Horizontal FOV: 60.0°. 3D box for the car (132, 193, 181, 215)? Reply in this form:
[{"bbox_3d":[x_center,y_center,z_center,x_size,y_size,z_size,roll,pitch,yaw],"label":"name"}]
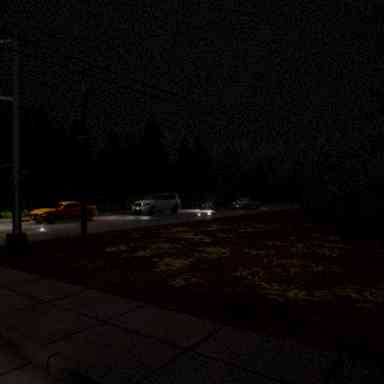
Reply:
[{"bbox_3d":[-3.425,1.164,33.246,2.150,2.045,5.566,0,0,36],"label":"car"}]

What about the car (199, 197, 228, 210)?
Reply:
[{"bbox_3d":[2.800,1.393,41.602,1.837,1.490,4.892,0,0,37],"label":"car"}]

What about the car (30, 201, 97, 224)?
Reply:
[{"bbox_3d":[-9.541,1.474,25.007,1.882,1.535,5.008,0,0,37],"label":"car"}]

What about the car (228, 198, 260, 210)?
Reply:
[{"bbox_3d":[6.667,1.398,40.636,1.812,1.442,4.674,0,0,37],"label":"car"}]
